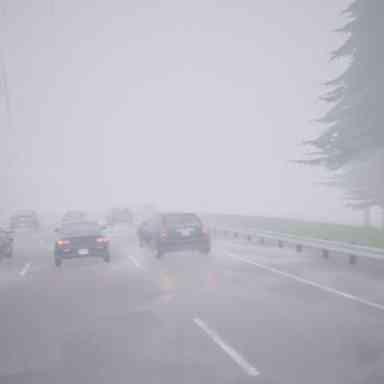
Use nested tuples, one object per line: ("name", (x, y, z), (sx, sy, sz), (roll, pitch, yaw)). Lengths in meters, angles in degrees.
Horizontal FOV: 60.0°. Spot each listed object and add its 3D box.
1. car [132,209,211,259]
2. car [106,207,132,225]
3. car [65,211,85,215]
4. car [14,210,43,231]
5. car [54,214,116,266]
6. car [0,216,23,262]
("car", (-0.930, 1.556, 13.939), (2.097, 1.767, 4.553), (-1, -1, -20))
("car", (-6.112, 2.014, 28.025), (2.128, 1.511, 4.902), (-1, -1, -20))
("car", (-8.672, 2.097, 24.784), (2.033, 1.411, 5.357), (-1, -1, -20))
("car", (-12.680, 2.158, 25.608), (2.128, 1.511, 4.902), (-1, -1, -20))
("car", (-4.252, 1.806, 12.843), (1.812, 1.442, 4.674), (-1, -1, -20))
("car", (-7.504, 1.841, 11.546), (2.128, 1.511, 4.902), (-1, -1, -20))
